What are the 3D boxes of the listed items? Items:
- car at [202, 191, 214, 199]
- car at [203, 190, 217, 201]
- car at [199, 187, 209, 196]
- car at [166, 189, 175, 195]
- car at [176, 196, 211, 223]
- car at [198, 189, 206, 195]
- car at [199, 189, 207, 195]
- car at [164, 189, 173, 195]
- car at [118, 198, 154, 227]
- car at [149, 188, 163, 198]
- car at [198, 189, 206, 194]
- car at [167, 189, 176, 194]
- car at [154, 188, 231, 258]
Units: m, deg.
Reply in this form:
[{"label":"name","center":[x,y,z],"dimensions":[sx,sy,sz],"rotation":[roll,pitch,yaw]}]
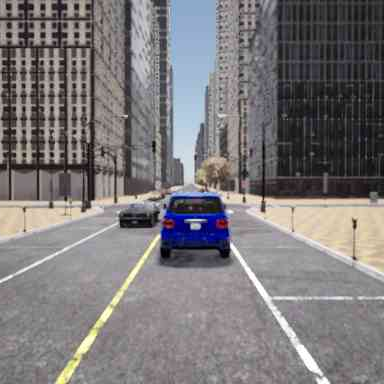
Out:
[{"label":"car","center":[2.788,0.478,58.817],"dimensions":[2.008,1.369,4.403],"rotation":[0,1,0]},{"label":"car","center":[2.820,0.477,53.138],"dimensions":[1.967,1.590,4.097],"rotation":[0,1,0]},{"label":"car","center":[2.689,-0.093,75.833],"dimensions":[2.192,1.841,5.009],"rotation":[0,1,0]},{"label":"car","center":[-5.694,-0.085,87.189],"dimensions":[2.008,1.369,4.403],"rotation":[0,1,0]},{"label":"car","center":[0.094,1.090,22.703],"dimensions":[2.128,1.511,4.902],"rotation":[0,1,0]},{"label":"car","center":[2.687,-0.091,87.184],"dimensions":[1.887,1.381,4.507],"rotation":[0,1,0]},{"label":"car","center":[2.687,0.001,81.680],"dimensions":[1.752,1.417,4.829],"rotation":[0,1,0]},{"label":"car","center":[-5.693,0.024,81.515],"dimensions":[1.887,1.381,4.507],"rotation":[0,1,0]},{"label":"car","center":[-3.012,1.253,19.730],"dimensions":[1.895,1.301,4.718],"rotation":[0,1,0]},{"label":"car","center":[-5.821,0.565,52.970],"dimensions":[1.752,1.417,4.829],"rotation":[0,1,0]},{"label":"car","center":[2.686,-0.200,92.857],"dimensions":[2.008,1.369,4.403],"rotation":[0,1,0]},{"label":"car","center":[-5.694,-0.201,92.863],"dimensions":[2.008,1.369,4.403],"rotation":[0,1,0]},{"label":"car","center":[0.098,1.011,11.971],"dimensions":[2.150,2.045,5.566],"rotation":[0,1,0]}]
